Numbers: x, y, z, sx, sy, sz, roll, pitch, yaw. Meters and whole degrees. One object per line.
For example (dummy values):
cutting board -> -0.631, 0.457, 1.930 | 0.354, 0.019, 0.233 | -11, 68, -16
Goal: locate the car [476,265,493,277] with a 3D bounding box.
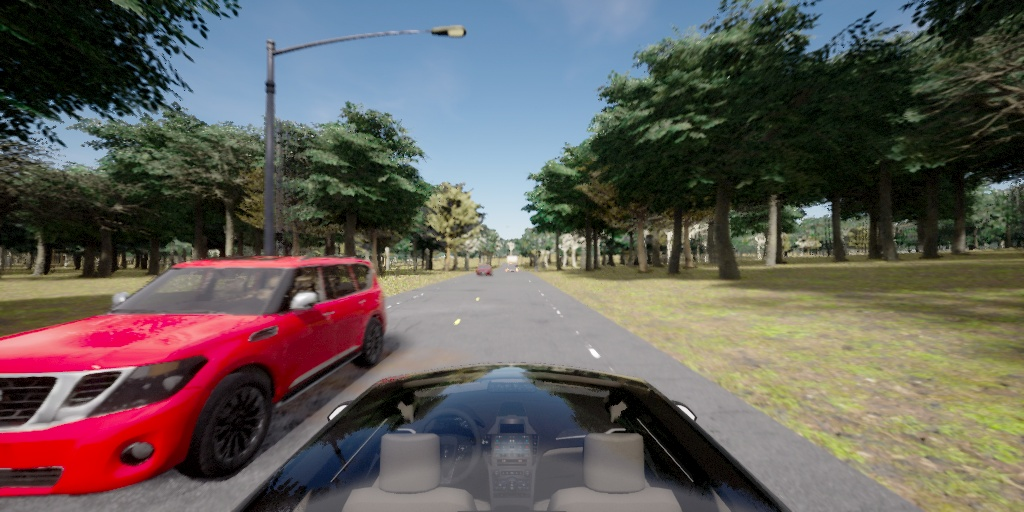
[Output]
car -> -3.561, 1.875, 46.728 | 1.882, 1.535, 5.008 | 0, -1, 0

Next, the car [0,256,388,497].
car -> -3.598, 1.009, 5.130 | 2.150, 2.045, 5.566 | 0, -1, 0
